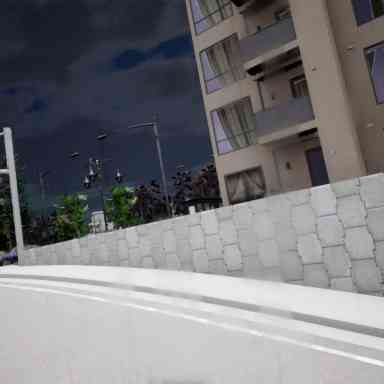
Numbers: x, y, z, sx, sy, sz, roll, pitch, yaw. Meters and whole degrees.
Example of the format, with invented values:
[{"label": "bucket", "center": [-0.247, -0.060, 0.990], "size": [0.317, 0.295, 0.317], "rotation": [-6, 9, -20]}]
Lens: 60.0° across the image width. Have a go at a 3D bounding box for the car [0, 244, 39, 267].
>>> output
[{"label": "car", "center": [-15.555, 5.657, 29.597], "size": [2.097, 1.767, 4.553], "rotation": [-15, -9, 35]}]
